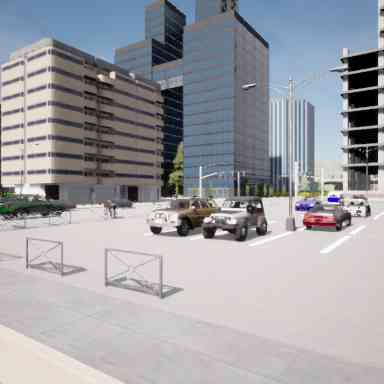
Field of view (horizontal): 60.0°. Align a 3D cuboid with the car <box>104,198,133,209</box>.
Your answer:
[{"bbox_3d":[-10.288,1.564,46.524,1.994,1.385,4.181,0,0,35],"label":"car"}]

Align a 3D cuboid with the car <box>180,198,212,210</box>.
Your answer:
[{"bbox_3d":[0.562,1.504,43.544,1.837,1.490,4.892,0,0,34],"label":"car"}]

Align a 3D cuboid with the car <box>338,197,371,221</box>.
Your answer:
[{"bbox_3d":[14.136,1.395,28.564,1.970,1.475,3.806,0,0,34],"label":"car"}]

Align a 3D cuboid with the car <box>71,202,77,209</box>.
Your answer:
[{"bbox_3d":[-15.914,1.547,38.151,2.033,1.411,5.357,0,0,34],"label":"car"}]

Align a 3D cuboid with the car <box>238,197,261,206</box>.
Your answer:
[{"bbox_3d":[10.072,1.547,57.767,2.033,1.411,5.357,0,0,34],"label":"car"}]

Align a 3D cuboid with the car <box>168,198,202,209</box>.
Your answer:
[{"bbox_3d":[-0.916,1.547,47.631,2.033,1.411,5.357,0,0,34],"label":"car"}]

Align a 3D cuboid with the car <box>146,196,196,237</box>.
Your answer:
[{"bbox_3d":[-0.237,1.153,17.252,1.932,1.855,4.605,0,0,34],"label":"car"}]

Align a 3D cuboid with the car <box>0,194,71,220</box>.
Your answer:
[{"bbox_3d":[-13.669,1.221,28.551,2.150,2.045,5.566,0,0,34],"label":"car"}]

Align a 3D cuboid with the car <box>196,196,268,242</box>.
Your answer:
[{"bbox_3d":[2.133,1.156,15.590,1.905,1.878,3.866,0,0,34],"label":"car"}]

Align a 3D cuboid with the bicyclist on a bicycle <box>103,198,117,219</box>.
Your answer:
[{"bbox_3d":[-6.480,1.302,26.203,1.656,1.620,0.582,0,0,34],"label":"bicyclist on a bicycle"}]
